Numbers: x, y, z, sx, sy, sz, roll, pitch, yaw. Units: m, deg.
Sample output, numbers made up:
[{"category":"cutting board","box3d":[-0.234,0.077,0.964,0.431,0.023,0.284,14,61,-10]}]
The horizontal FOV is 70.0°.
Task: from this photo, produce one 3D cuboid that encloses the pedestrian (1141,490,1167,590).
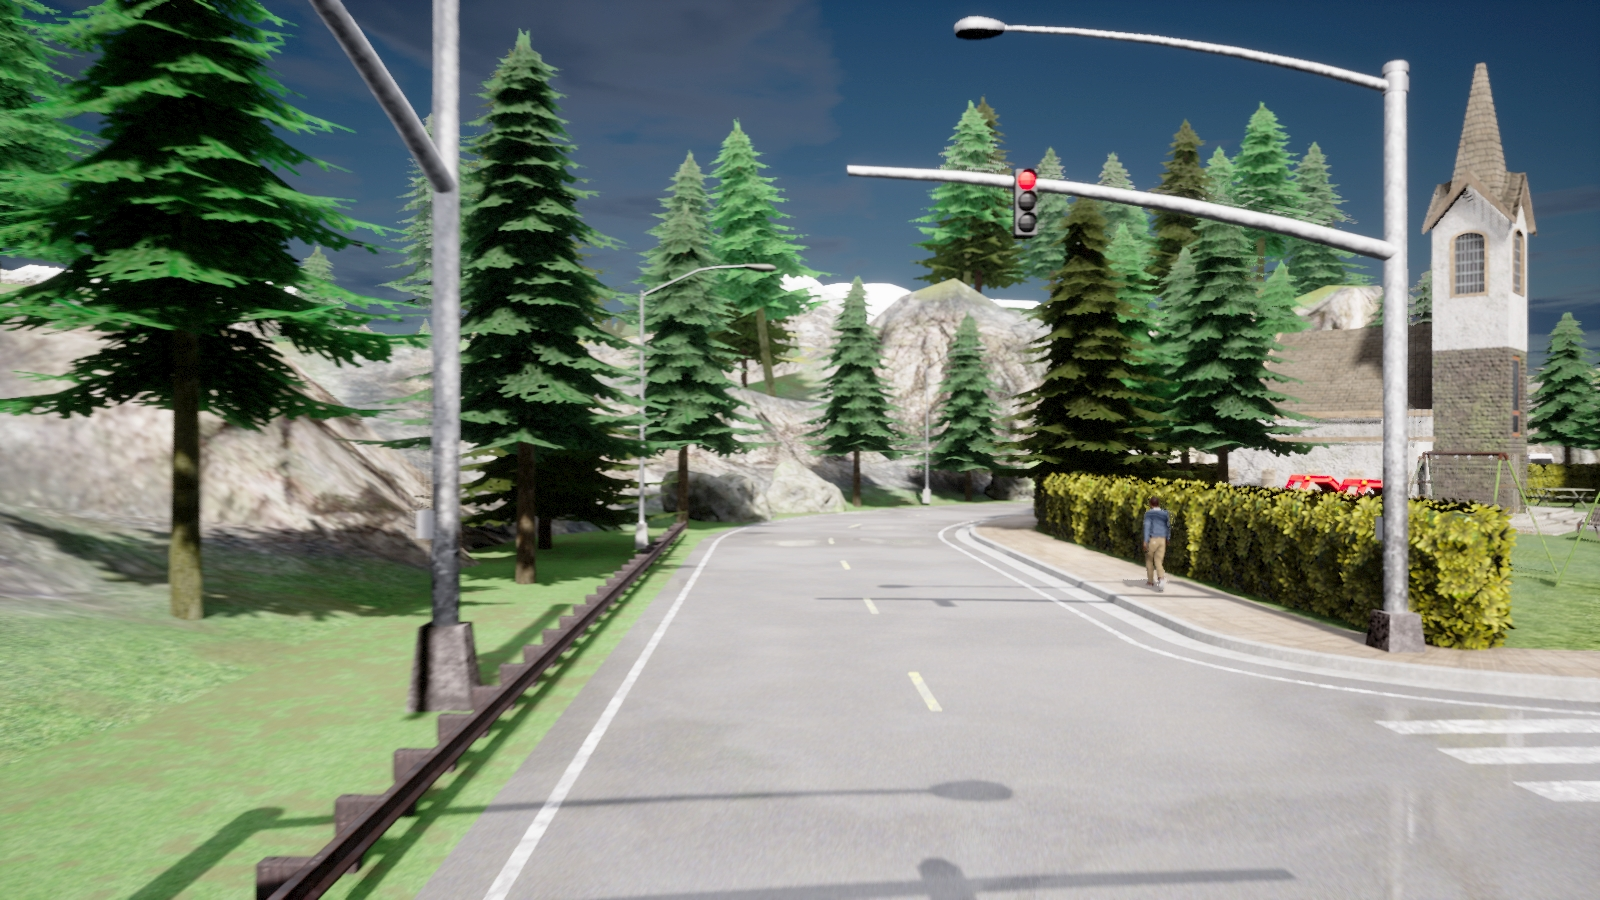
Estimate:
[{"category":"pedestrian","box3d":[6.707,1.695,21.652,0.375,1.860,0.375,0,0,1]}]
